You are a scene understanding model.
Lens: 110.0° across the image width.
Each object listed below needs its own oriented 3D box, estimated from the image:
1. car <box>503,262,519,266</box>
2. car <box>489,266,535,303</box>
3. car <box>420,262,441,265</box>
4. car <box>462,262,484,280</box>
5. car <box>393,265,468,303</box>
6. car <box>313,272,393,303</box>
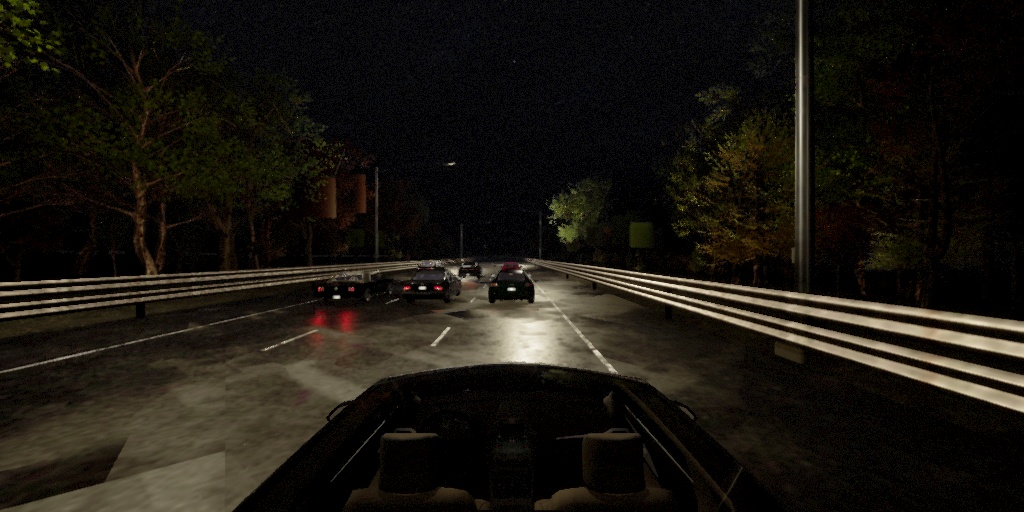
[{"bbox_3d":[-0.090,1.281,31.606,1.812,1.442,4.674,0,0,0],"label":"car"},{"bbox_3d":[-0.023,1.322,16.580,1.994,1.385,4.181,0,0,0],"label":"car"},{"bbox_3d":[-7.090,1.243,31.564,2.128,1.511,4.902,0,0,0],"label":"car"},{"bbox_3d":[-3.591,1.264,31.584,1.837,1.490,4.892,0,0,0],"label":"car"},{"bbox_3d":[-3.522,1.312,16.569,2.033,1.411,5.357,0,0,0],"label":"car"},{"bbox_3d":[-7.023,1.365,16.589,1.895,1.301,4.718,0,0,0],"label":"car"}]
